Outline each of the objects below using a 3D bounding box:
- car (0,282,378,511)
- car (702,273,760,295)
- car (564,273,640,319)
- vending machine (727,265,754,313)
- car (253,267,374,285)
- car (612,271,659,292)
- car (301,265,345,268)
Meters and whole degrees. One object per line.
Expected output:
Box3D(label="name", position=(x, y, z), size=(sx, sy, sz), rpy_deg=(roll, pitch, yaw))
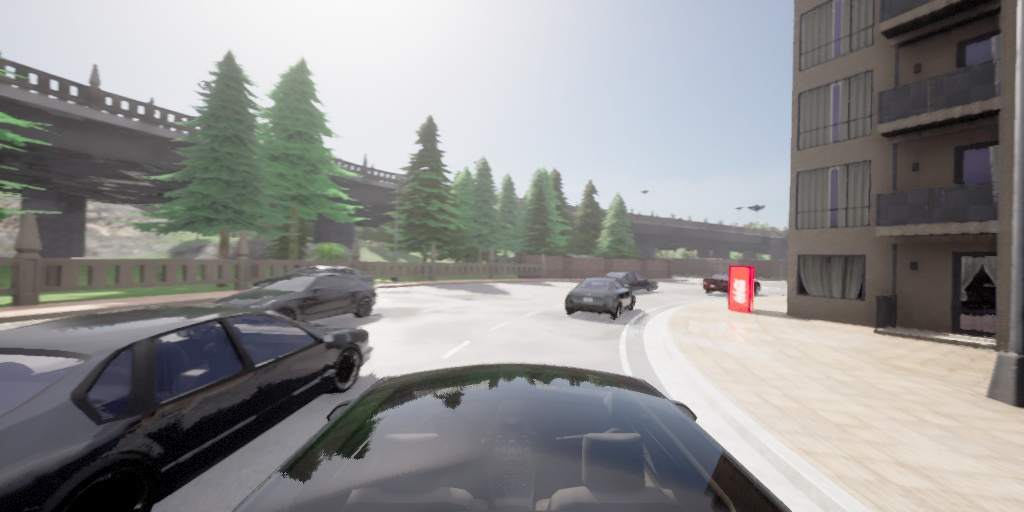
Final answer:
Box3D(label="car", position=(-3.286, 1.212, 3.520), size=(2.033, 1.411, 5.357), rpy_deg=(2, -1, 2))
Box3D(label="car", position=(15.568, 1.951, 25.360), size=(5.008, 1.535, 1.882), rpy_deg=(2, -1, -31))
Box3D(label="car", position=(3.594, 1.551, 14.296), size=(1.994, 1.385, 4.181), rpy_deg=(1, -1, 28))
Box3D(label="vending machine", position=(9.503, 1.375, 14.915), size=(1.100, 2.100, 0.880), rpy_deg=(0, 0, 39))
Box3D(label="car", position=(-5.750, 1.178, 10.132), size=(1.812, 1.442, 4.674), rpy_deg=(1, -1, 16))
Box3D(label="car", position=(7.886, 1.771, 24.608), size=(5.357, 1.411, 2.033), rpy_deg=(2, -1, -38))
Box3D(label="car", position=(-7.872, 1.121, 14.613), size=(2.128, 1.511, 4.902), rpy_deg=(1, -1, 22))
